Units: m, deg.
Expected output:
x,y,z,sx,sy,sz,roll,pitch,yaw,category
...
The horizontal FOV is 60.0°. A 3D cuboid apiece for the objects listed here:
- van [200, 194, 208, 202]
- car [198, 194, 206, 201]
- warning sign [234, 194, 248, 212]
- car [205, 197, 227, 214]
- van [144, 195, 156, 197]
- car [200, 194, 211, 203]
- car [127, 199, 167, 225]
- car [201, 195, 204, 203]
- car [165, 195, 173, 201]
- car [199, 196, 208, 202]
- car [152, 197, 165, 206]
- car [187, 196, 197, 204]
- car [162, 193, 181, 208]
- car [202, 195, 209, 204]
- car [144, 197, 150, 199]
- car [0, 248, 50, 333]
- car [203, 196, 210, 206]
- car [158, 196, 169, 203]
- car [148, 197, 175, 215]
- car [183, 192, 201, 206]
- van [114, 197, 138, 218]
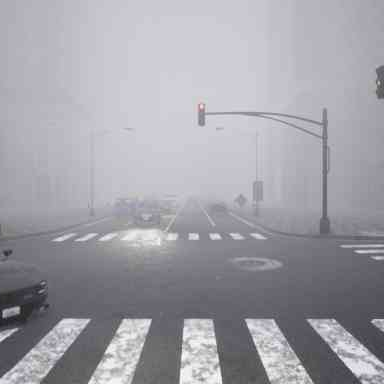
x,y,z,sx,sy,sz,roll,pitch,yaw,category
2.702,1.377,74.148,1.690,1.788,3.998,0,0,0,van
2.684,1.488,90.725,1.967,1.590,4.097,0,0,0,car
5.041,1.122,34.087,1.300,1.860,1.060,0,0,0,warning sign
2.746,1.553,35.470,1.887,1.381,4.507,0,0,0,car
-5.818,1.356,46.531,1.690,1.788,3.998,0,0,0,van
2.708,1.346,68.623,2.192,1.841,5.009,0,0,0,car
-3.168,1.495,24.489,2.128,1.511,4.902,0,0,-3,car
2.727,1.545,52.216,1.752,1.417,4.829,0,0,0,car
-5.845,1.569,85.036,1.752,1.417,4.829,0,0,0,car
2.697,1.590,79.674,2.008,1.369,4.403,0,0,0,car
-5.825,1.605,57.581,1.802,1.307,4.206,0,0,0,car
-0.057,1.554,65.182,1.812,1.442,4.674,0,0,0,car
-3.121,1.239,49.011,2.150,2.045,5.566,0,0,0,car
2.734,1.560,46.521,1.887,1.381,4.507,0,0,0,car
-5.809,1.553,35.481,1.887,1.381,4.507,0,0,0,car
-4.705,1.486,6.163,5.008,1.535,1.882,-1,-3,32,car
2.740,1.556,40.996,1.887,1.381,4.507,0,0,0,car
-5.833,1.582,68.631,2.008,1.369,4.403,0,0,0,car
-3.122,1.533,34.509,1.812,1.442,4.674,0,0,0,car
0.010,1.374,55.504,2.097,1.767,4.553,0,0,0,car
-5.806,1.346,29.956,1.690,1.788,3.998,0,0,0,van
